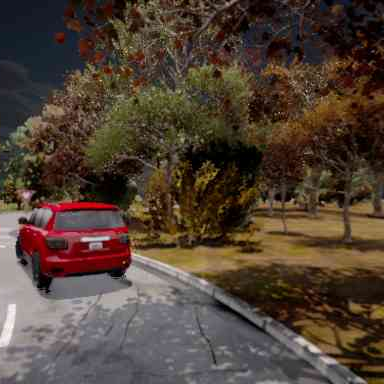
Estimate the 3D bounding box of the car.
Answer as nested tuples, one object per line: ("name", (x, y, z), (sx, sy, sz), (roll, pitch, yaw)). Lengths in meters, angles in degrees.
("car", (-3.682, 1.316, 9.833), (2.150, 2.045, 5.566), (1, 0, -33))
